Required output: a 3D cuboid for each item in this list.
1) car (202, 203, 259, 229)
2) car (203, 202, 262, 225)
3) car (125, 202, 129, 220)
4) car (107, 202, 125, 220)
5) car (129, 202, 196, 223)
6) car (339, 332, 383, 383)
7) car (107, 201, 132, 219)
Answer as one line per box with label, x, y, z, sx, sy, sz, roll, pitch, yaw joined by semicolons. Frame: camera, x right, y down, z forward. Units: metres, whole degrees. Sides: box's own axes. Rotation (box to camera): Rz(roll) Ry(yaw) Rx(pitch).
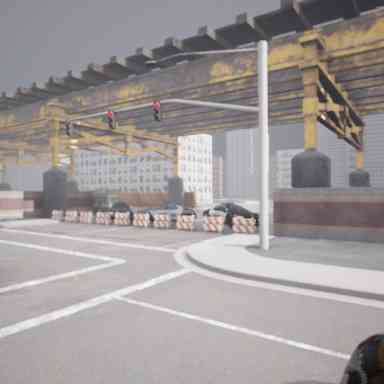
car;2.634;1.532;22.545;2.038;1.542;4.974;0;0;-26
car;2.610;1.375;22.592;1.853;1.218;4.536;0;0;-26
car;-2.193;1.571;25.018;4.974;1.542;2.038;0;0;-1
car;-5.951;1.605;27.685;2.038;1.542;4.974;0;0;-11
car;-2.142;1.414;25.020;4.536;1.218;1.853;0;0;-1
car;2.999;1.553;1.834;4.181;1.385;1.994;-1;0;36
car;-5.962;1.448;27.737;1.853;1.218;4.536;0;0;-11
